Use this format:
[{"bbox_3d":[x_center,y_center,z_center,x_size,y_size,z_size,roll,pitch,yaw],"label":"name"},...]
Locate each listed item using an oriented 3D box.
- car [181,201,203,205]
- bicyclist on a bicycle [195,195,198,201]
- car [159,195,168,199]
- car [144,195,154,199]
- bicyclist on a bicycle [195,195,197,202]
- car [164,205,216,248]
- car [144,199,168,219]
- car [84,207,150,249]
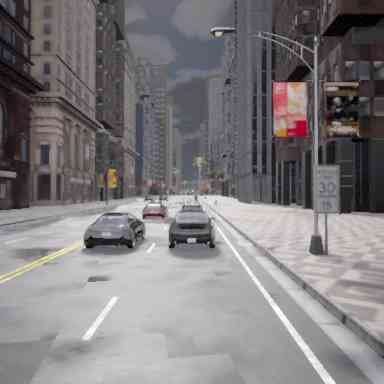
[{"bbox_3d":[0.000,1.512,29.653,2.128,1.511,4.902,0,0,0],"label":"car"},{"bbox_3d":[0.893,1.407,70.379,0.659,1.776,1.843,0,0,0],"label":"bicyclist on a bicycle"},{"bbox_3d":[-6.500,1.432,75.920,1.837,1.490,4.892,0,0,0],"label":"car"},{"bbox_3d":[-9.751,1.432,75.921,1.837,1.490,4.892,0,0,0],"label":"car"},{"bbox_3d":[0.896,1.493,79.385,0.582,1.620,1.656,0,0,0],"label":"bicyclist on a bicycle"},{"bbox_3d":[0.000,1.522,14.652,1.837,1.490,4.892,0,0,0],"label":"car"},{"bbox_3d":[-3.250,1.589,29.653,1.994,1.385,4.181,0,0,0],"label":"car"},{"bbox_3d":[-3.250,1.578,14.652,1.994,1.385,4.181,0,0,0],"label":"car"}]
